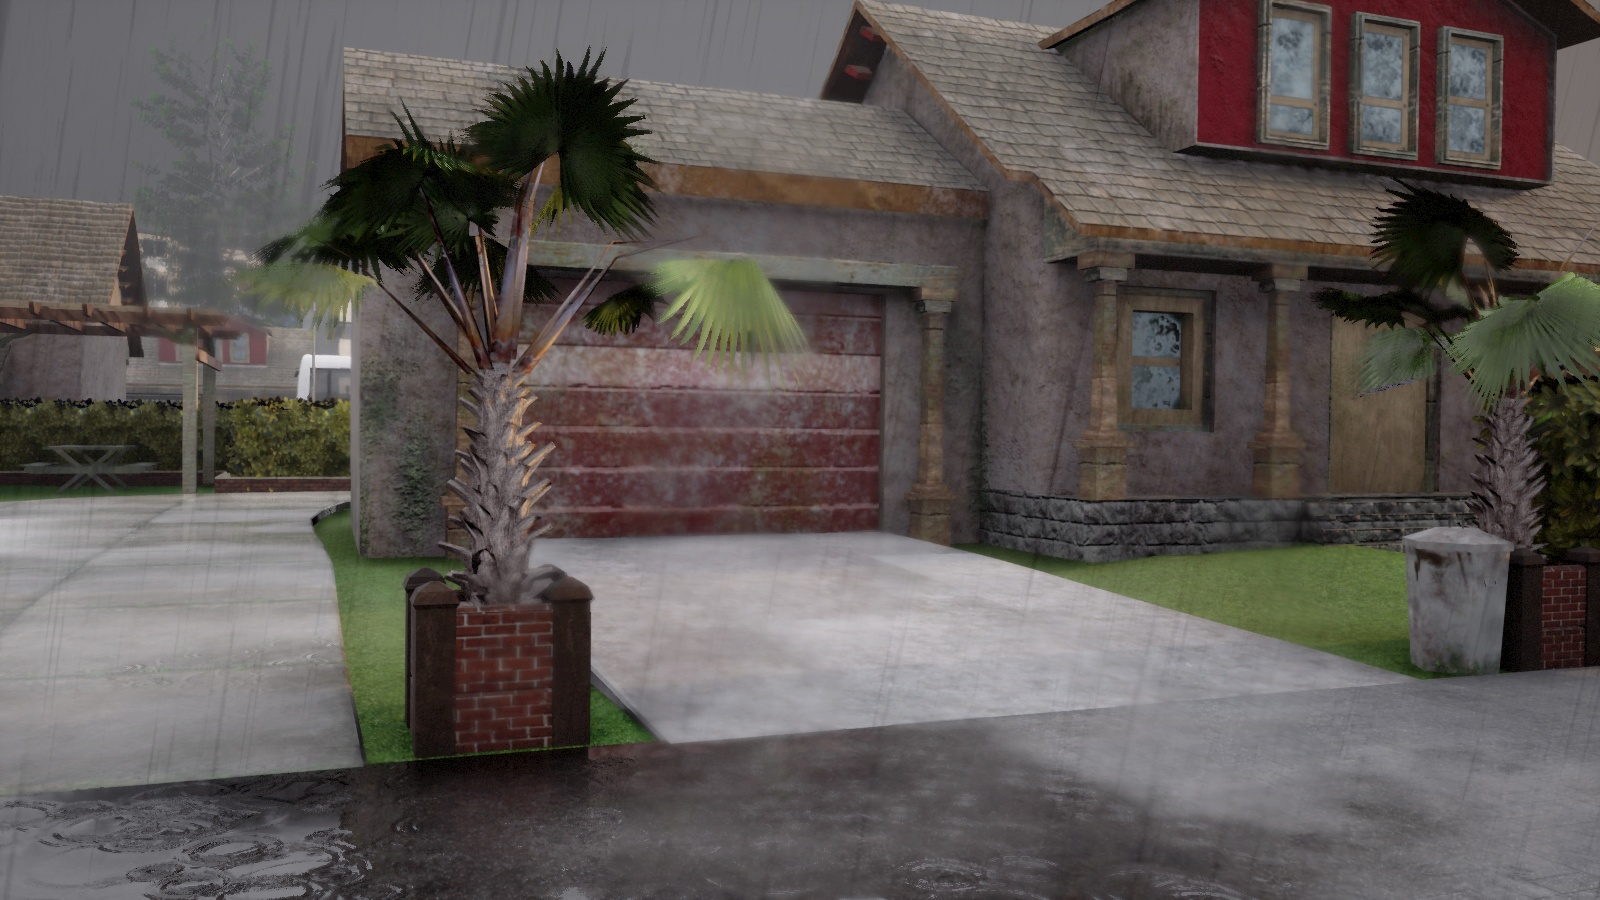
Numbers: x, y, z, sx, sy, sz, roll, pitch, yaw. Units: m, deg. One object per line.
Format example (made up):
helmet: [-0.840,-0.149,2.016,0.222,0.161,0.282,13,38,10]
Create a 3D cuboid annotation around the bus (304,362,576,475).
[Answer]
bus: [-14.650,-1.253,51.190,10.273,4.253,3.944,-1,1,-21]
